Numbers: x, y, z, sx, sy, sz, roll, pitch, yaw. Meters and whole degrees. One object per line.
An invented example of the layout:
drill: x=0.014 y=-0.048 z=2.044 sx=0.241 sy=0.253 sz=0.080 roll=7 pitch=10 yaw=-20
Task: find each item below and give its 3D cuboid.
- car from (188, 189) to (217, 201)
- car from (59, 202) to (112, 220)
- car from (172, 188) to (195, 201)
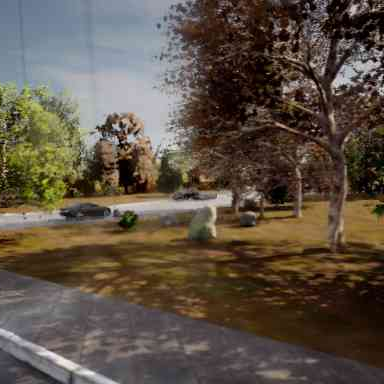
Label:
car: x=2.200 y=0.696 z=56.630 sx=2.033 sy=1.411 sz=5.357 roll=-1 pitch=2 yaw=39
car: x=-9.689 y=1.682 z=30.667 sx=1.837 sy=1.490 sz=4.892 roll=-1 pitch=1 yaw=39
car: x=-1.135 y=0.464 z=58.087 sx=2.150 sy=2.045 sz=5.566 roll=-1 pitch=2 yaw=39
